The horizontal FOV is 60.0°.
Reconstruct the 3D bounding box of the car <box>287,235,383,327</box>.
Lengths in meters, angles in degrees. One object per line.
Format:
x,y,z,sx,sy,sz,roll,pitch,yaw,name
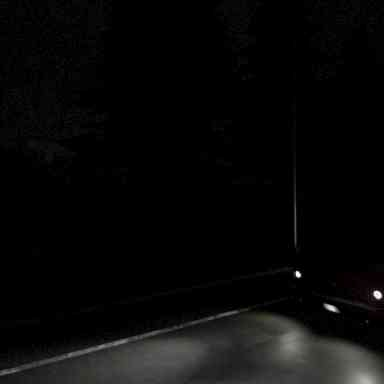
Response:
4.129,1.598,6.697,4.718,1.301,1.895,0,0,-33,car
